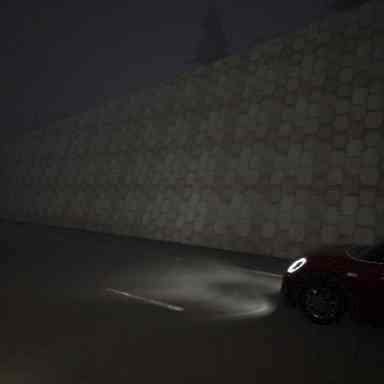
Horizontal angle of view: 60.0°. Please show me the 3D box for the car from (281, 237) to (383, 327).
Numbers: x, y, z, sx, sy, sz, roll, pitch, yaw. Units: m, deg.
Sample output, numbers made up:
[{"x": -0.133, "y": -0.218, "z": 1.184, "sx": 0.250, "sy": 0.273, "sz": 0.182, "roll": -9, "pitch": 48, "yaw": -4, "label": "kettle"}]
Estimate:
[{"x": 3.873, "y": 1.355, "z": 5.526, "sx": 4.553, "sy": 1.767, "sz": 2.097, "roll": 1, "pitch": 1, "yaw": 36, "label": "car"}]
